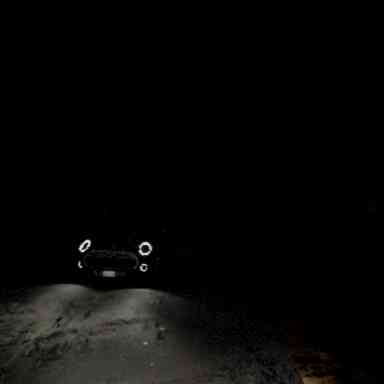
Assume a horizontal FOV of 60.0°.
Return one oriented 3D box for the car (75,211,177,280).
[{"bbox_3d":[-1.757,1.427,10.314,2.097,1.767,4.553,2,-1,6],"label":"car"}]
